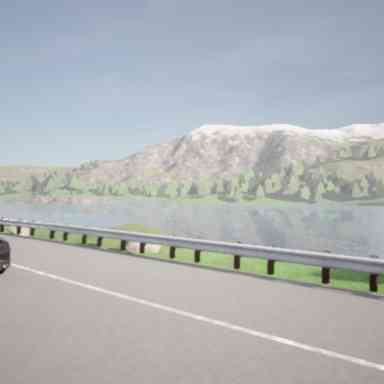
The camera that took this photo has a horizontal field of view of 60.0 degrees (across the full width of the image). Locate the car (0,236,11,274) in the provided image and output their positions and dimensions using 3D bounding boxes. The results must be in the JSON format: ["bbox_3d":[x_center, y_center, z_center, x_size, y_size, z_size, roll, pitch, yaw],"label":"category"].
[{"bbox_3d":[-6.834,1.484,9.164,4.892,1.490,1.837,0,0,37],"label":"car"}]
